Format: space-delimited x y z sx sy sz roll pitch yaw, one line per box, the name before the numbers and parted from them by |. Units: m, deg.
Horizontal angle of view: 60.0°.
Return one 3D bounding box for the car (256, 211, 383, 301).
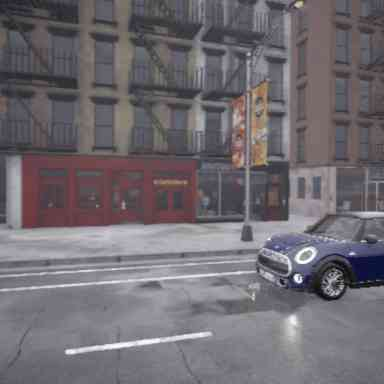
car | 3.851 1.271 7.976 4.553 1.767 2.097 0 1 -17
